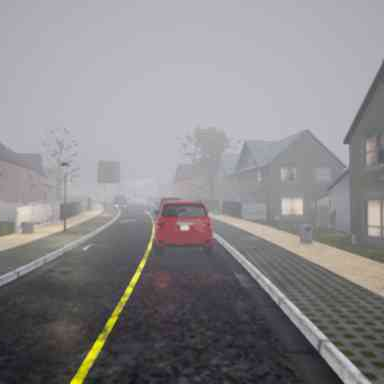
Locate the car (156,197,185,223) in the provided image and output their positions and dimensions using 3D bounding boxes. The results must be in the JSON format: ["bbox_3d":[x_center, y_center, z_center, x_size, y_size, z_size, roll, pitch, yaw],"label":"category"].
[{"bbox_3d":[-2.003,1.453,29.155,2.150,2.045,5.566,0,0,-8],"label":"car"}]

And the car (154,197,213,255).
[{"bbox_3d":[-0.428,1.343,14.146,2.150,2.045,5.566,0,0,-4],"label":"car"}]

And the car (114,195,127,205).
[{"bbox_3d":[-14.980,1.683,69.153,2.150,2.045,5.566,1,0,-20],"label":"car"}]
